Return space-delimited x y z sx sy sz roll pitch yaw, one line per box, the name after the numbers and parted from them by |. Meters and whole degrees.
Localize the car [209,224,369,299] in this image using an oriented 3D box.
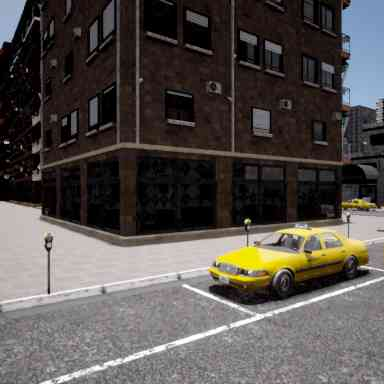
2.638 1.525 8.454 4.829 1.417 1.752 0 0 -36 | car

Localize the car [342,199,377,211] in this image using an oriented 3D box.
19.289 1.469 39.688 1.752 1.417 4.829 0 0 -35 | car
